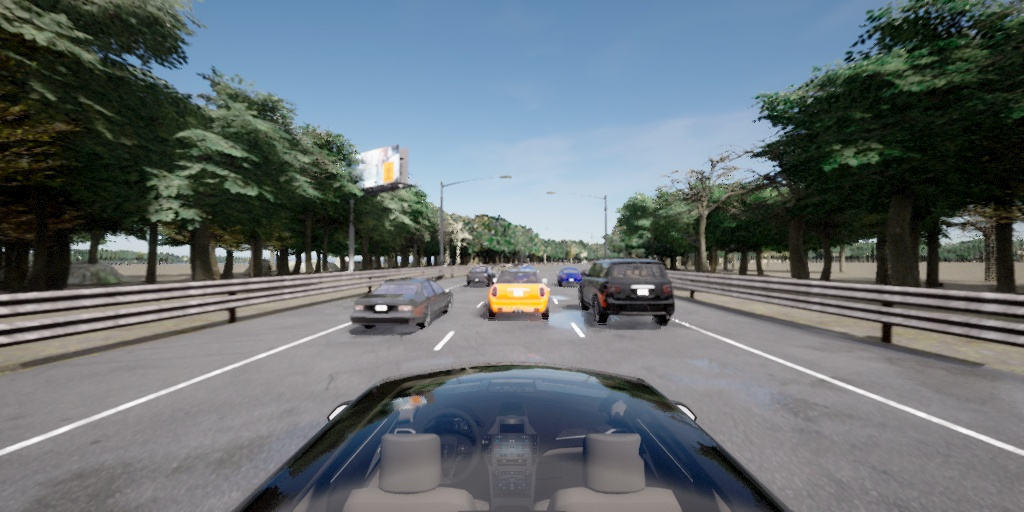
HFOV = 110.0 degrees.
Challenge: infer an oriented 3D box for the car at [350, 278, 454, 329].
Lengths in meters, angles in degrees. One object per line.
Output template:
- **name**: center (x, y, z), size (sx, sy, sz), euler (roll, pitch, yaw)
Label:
- **car**: center (-3.298, 1.432, 11.828), size (2.033, 1.411, 5.357), euler (0, -1, 2)

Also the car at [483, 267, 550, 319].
- **car**: center (0.302, 1.265, 13.823), size (2.097, 1.767, 4.553), euler (0, -1, 3)

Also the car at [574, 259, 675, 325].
- **car**: center (3.743, 1.122, 12.617), size (2.150, 2.045, 5.566), euler (0, 0, 2)

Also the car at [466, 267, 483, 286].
- **car**: center (-2.396, 1.609, 28.901), size (2.128, 1.511, 4.902), euler (0, -1, 5)

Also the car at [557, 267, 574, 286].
- **car**: center (4.649, 1.651, 29.150), size (1.812, 1.442, 4.674), euler (0, -1, 5)
